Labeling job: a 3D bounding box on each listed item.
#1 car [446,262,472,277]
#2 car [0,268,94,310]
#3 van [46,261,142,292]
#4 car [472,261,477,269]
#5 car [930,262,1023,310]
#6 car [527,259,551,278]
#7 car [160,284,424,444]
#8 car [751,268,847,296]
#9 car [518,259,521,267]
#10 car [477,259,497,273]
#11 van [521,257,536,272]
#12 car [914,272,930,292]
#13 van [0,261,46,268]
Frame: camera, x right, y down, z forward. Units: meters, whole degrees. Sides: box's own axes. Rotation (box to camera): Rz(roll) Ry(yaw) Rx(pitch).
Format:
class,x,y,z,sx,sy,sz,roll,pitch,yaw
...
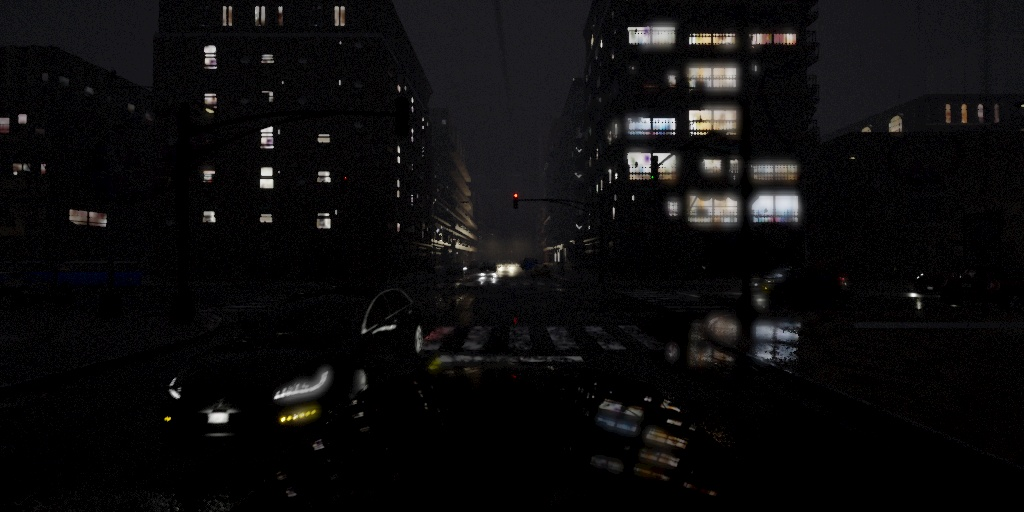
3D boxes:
class,x,y,z,sx,sy,sz,roll,pitch,yaw
car,-5.522,1.317,36.022,2.007,1.370,4.403,0,0,0
car,-19.364,1.290,13.664,4.403,1.370,2.007,0,0,1
van,-24.853,1.191,21.617,3.998,1.789,1.690,0,0,1
car,-5.431,1.367,52.995,1.802,1.307,4.207,0,0,0
car,18.663,1.103,13.157,4.097,1.591,1.967,0,0,1
car,2.624,1.290,33.585,1.751,1.417,4.829,0,0,0
car,-2.759,1.265,5.792,1.837,1.490,4.892,0,0,0
car,14.688,1.304,18.634,4.181,1.385,1.994,0,-1,1
car,2.450,1.100,53.071,2.192,1.841,5.009,0,0,0
car,-2.847,1.373,43.914,1.895,1.301,4.718,0,0,0
van,2.495,1.119,47.418,1.690,1.789,3.998,0,0,0
car,23.857,1.073,18.514,4.553,1.767,2.097,0,-1,1
van,-30.447,1.201,21.691,3.998,1.789,1.690,0,0,1
